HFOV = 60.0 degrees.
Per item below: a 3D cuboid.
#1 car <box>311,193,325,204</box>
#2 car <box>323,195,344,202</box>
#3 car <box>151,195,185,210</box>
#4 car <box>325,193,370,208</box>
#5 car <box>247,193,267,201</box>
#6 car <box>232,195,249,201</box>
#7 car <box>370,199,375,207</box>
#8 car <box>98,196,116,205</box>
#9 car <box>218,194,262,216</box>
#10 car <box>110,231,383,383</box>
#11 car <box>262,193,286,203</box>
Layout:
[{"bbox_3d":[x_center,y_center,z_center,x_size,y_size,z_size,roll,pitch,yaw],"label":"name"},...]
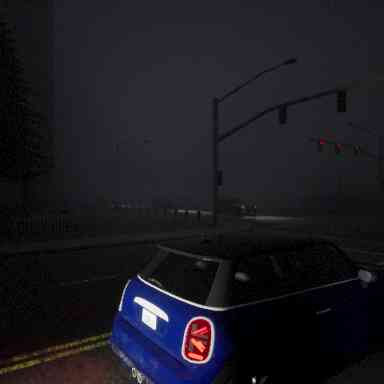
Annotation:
[{"bbox_3d":[29.203,1.153,72.551,1.932,1.855,4.605,0,0,-36],"label":"car"},{"bbox_3d":[31.599,1.364,74.179,1.784,1.438,3.905,0,0,-36],"label":"car"},{"bbox_3d":[-3.518,1.488,43.186,2.128,1.511,4.902,0,0,-36],"label":"car"},{"bbox_3d":[21.034,1.153,45.243,1.932,1.855,4.605,0,0,-36],"label":"car"},{"bbox_3d":[15.943,1.153,81.598,1.932,1.855,4.605,0,0,-36],"label":"car"},{"bbox_3d":[11.429,1.395,78.321,1.970,1.475,3.806,0,0,-36],"label":"car"},{"bbox_3d":[23.422,1.156,46.878,1.905,1.878,3.866,0,0,-36],"label":"car"},{"bbox_3d":[-15.332,1.495,59.810,2.128,1.511,4.902,0,0,-36],"label":"car"},{"bbox_3d":[4.198,1.352,32.429,2.097,1.767,4.553,0,0,-36],"label":"car"},{"bbox_3d":[1.288,1.352,4.718,4.553,1.767,2.097,0,0,-35],"label":"car"},{"bbox_3d":[15.492,1.395,62.674,1.970,1.475,3.806,0,0,-36],"label":"car"}]
